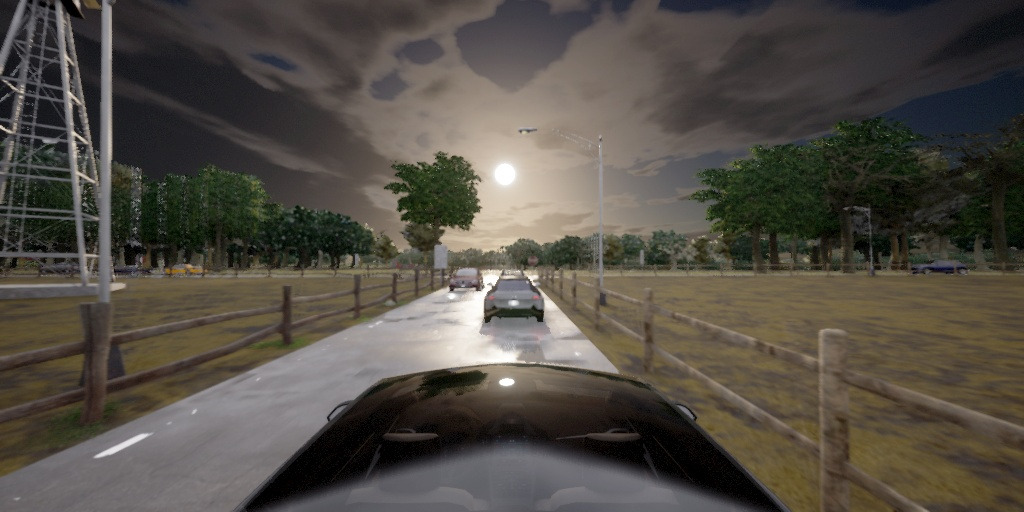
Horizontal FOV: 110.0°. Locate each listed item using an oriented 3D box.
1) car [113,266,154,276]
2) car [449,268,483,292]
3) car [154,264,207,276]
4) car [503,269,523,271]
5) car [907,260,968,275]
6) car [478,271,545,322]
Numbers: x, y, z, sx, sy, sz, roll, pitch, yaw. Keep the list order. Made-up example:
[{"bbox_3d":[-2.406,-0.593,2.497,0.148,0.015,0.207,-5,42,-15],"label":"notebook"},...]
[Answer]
[{"bbox_3d":[-45.937,1.798,43.101,4.718,1.301,1.895,0,-2,1],"label":"car"},{"bbox_3d":[-2.828,1.476,23.135,1.812,1.442,4.674,0,-1,0],"label":"car"},{"bbox_3d":[-42.017,1.785,45.895,5.008,1.535,1.882,0,-2,0],"label":"car"},{"bbox_3d":[0.055,1.587,25.812,1.895,1.301,4.718,0,-1,0],"label":"car"},{"bbox_3d":[49.071,1.267,41.549,4.553,1.767,2.097,-1,-2,17],"label":"car"},{"bbox_3d":[0.067,1.397,12.693,1.994,1.385,4.181,0,-1,0],"label":"car"}]
